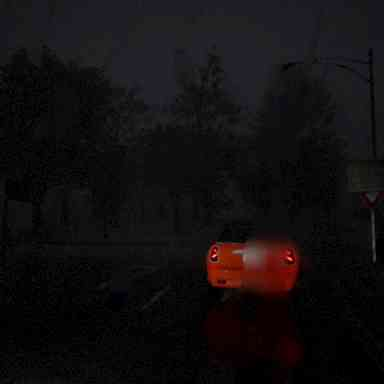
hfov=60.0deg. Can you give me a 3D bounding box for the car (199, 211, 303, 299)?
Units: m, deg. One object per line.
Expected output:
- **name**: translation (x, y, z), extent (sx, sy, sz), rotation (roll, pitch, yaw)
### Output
- **car**: translation (1.859, 1.508, 9.024), extent (2.097, 1.767, 4.553), rotation (-1, -3, 17)

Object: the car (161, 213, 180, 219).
- **car**: translation (-6.659, 6.884, 91.890), extent (4.892, 1.521, 2.231), rotation (1, -5, -13)

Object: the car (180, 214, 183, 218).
- **car**: translation (-6.291, 6.890, 94.838), extent (5.566, 2.045, 2.435), rotation (1, -5, -12)

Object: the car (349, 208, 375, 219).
- **car**: translation (21.995, 2.777, 42.851), extent (1.994, 1.385, 4.181), rotation (1, -3, 0)
